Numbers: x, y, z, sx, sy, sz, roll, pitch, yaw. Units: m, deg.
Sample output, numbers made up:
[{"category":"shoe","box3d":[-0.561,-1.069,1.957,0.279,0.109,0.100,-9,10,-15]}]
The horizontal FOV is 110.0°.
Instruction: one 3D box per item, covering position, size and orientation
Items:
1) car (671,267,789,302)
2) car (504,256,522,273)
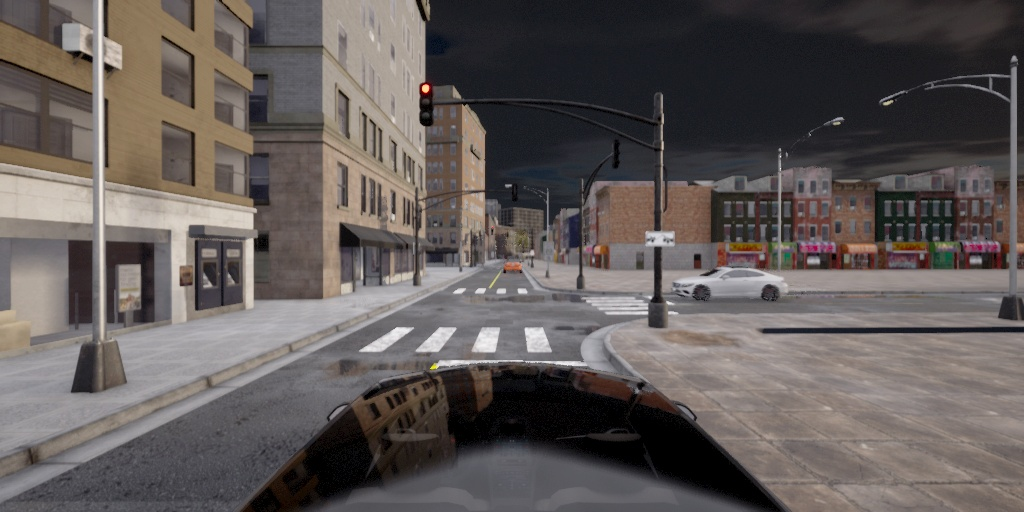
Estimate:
[{"category":"car","box3d":[9.648,1.217,16.051,4.674,1.442,1.812,0,0,3]},{"category":"car","box3d":[0.085,1.069,43.433,2.097,1.767,4.553,0,0,0]}]
